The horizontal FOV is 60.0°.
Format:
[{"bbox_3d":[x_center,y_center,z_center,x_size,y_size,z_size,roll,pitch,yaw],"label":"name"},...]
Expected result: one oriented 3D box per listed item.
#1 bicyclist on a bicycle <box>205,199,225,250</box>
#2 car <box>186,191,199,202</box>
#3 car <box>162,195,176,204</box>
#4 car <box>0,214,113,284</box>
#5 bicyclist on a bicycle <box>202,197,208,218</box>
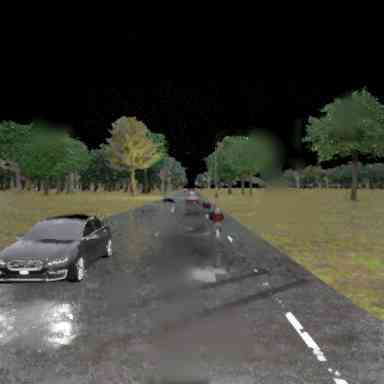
[{"bbox_3d":[0.958,1.289,12.870,0.659,1.776,1.843,0,1,0],"label":"bicyclist on a bicycle"},{"bbox_3d":[0.093,1.048,56.253,1.994,1.385,4.181,0,1,0],"label":"car"},{"bbox_3d":[-3.573,1.149,51.423,1.895,1.301,4.718,0,1,0],"label":"car"},{"bbox_3d":[-3.600,1.450,9.558,1.837,1.490,4.892,0,0,0],"label":"car"},{"bbox_3d":[0.957,1.216,21.836,0.659,1.776,1.843,0,1,0],"label":"bicyclist on a bicycle"}]
